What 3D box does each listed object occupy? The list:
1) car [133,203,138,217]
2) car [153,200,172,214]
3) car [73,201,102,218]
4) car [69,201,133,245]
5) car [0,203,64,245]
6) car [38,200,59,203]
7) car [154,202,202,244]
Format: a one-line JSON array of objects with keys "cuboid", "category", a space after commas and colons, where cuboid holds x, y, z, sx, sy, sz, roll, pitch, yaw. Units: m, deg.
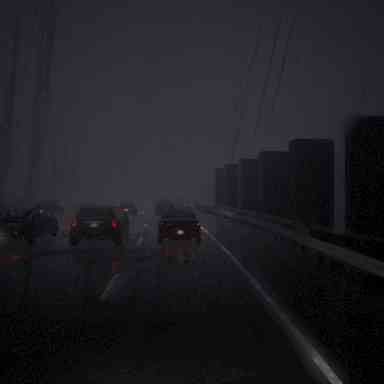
[{"cuboid": [-6.168, 1.572, 31.546, 1.994, 1.385, 4.181, 0, 0, -10], "category": "car"}, {"cuboid": [-2.716, 1.484, 32.127, 1.882, 1.535, 5.008, 0, 0, -10], "category": "car"}, {"cuboid": [-9.619, 1.572, 30.965, 1.994, 1.385, 4.181, 0, 0, -10], "category": "car"}, {"cuboid": [-4.166, 1.365, 15.624, 2.097, 1.767, 4.553, 0, 0, -5], "category": "car"}, {"cuboid": [-7.656, 1.494, 15.362, 2.128, 1.511, 4.902, 0, 0, -5], "category": "car"}, {"cuboid": [-13.070, 1.484, 30.383, 1.882, 1.535, 5.008, 0, 0, -10], "category": "car"}, {"cuboid": [-0.680, 1.484, 15.945, 1.882, 1.535, 5.008, 0, 0, -5], "category": "car"}]
